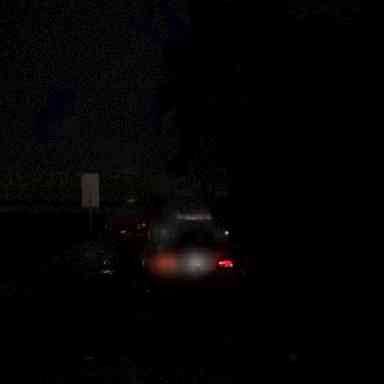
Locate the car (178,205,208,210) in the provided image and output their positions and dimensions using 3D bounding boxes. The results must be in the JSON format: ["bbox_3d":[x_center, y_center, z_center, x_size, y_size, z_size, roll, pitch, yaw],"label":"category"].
[{"bbox_3d":[0.047,1.416,19.826,1.895,1.301,4.718,0,1,-2],"label":"car"}]

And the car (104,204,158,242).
[{"bbox_3d":[-2.750,1.334,15.858,1.882,1.535,5.008,0,0,0],"label":"car"}]

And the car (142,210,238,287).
[{"bbox_3d":[0.101,1.470,9.198,2.033,1.411,5.357,0,1,0],"label":"car"}]
